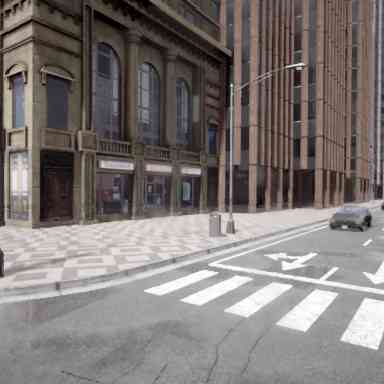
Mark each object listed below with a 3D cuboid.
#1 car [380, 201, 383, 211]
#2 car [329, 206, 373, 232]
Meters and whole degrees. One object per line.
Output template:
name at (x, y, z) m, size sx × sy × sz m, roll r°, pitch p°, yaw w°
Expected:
car at (24.957, 1.613, 41.783) m, size 1.837 × 1.490 × 4.892 m, roll 1°, pitch 0°, yaw 35°
car at (10.157, 1.594, 20.961) m, size 2.033 × 1.411 × 5.357 m, roll 1°, pitch 0°, yaw 35°
